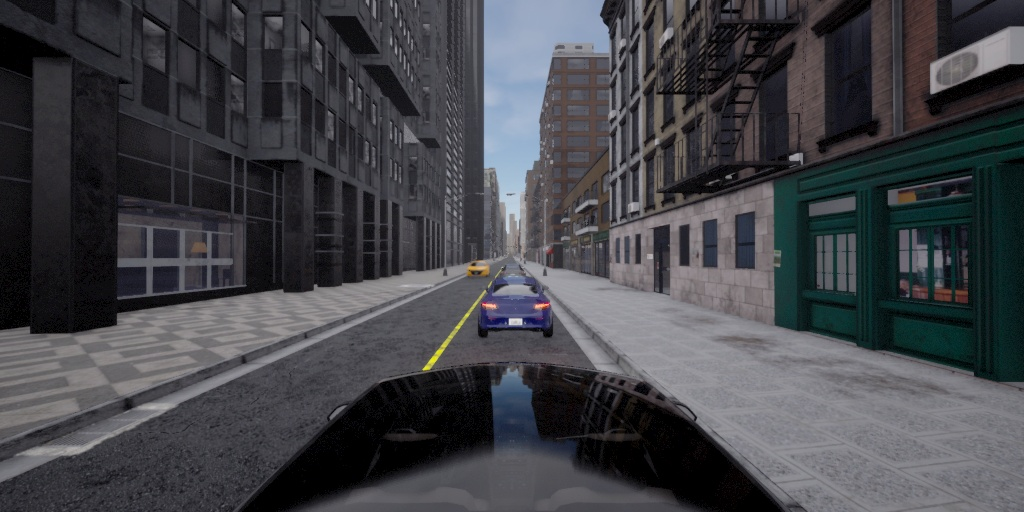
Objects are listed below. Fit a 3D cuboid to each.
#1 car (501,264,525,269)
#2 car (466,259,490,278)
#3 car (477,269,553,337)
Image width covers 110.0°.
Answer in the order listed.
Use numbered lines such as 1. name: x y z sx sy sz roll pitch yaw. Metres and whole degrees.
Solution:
1. car: 0.061 1.317 28.207 1.994 1.385 4.181 0 0 0
2. car: -3.141 1.230 33.923 1.882 1.535 5.008 0 0 0
3. car: 0.088 1.277 10.159 1.812 1.442 4.674 0 0 0
